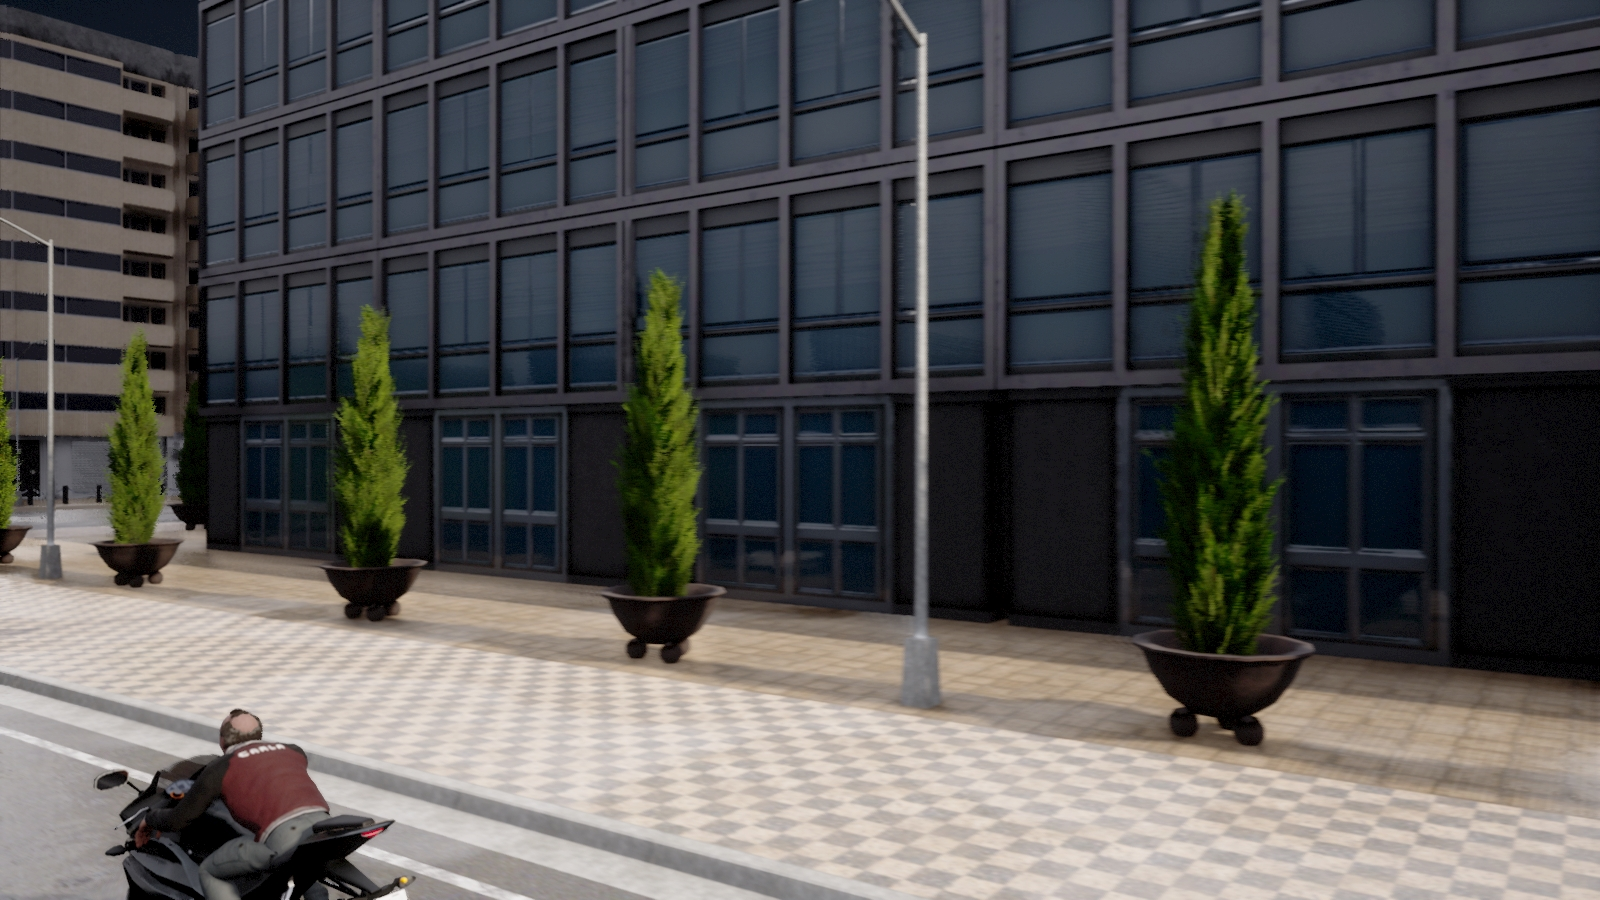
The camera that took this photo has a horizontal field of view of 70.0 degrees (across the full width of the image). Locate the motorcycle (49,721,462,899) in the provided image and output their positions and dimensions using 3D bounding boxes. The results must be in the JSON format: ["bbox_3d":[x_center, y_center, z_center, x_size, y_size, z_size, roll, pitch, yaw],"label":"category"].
[{"bbox_3d":[-2.751,2.204,5.671,2.209,1.251,0.867,0,0,35],"label":"motorcycle"}]
